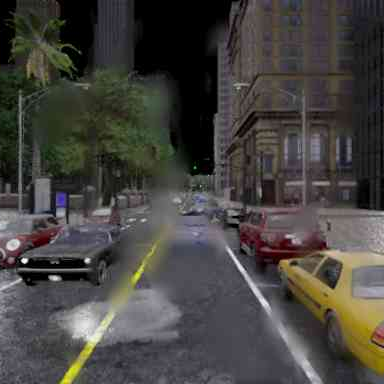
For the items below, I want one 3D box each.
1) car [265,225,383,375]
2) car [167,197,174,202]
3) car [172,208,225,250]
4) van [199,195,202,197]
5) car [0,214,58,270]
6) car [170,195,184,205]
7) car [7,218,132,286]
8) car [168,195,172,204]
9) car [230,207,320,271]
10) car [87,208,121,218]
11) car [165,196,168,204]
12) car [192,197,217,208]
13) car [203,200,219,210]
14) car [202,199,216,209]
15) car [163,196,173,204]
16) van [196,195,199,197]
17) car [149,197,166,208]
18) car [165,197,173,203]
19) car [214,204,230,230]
[{"bbox_3d":[2.754,1.566,5.829,1.752,1.417,4.829,0,0,0],"label":"car"},{"bbox_3d":[-5.863,2.090,91.573,1.752,1.417,4.829,0,0,0],"label":"car"},{"bbox_3d":[0.087,1.648,14.755,2.033,1.411,5.357,0,0,0],"label":"car"},{"bbox_3d":[2.690,1.756,64.633,1.690,1.788,3.998,0,0,0],"label":"van"},{"bbox_3d":[-5.777,1.517,11.091,1.967,1.590,4.097,0,0,0],"label":"car"},{"bbox_3d":[-3.074,1.963,68.721,1.812,1.442,4.674,0,0,0],"label":"car"},{"bbox_3d":[-3.105,1.668,9.751,1.895,1.301,4.718,0,0,0],"label":"car"},{"bbox_3d":[-5.846,1.917,75.483,1.967,1.590,4.097,0,0,0],"label":"car"},{"bbox_3d":[2.747,1.392,11.086,2.192,1.841,5.009,0,0,0],"label":"car"},{"bbox_3d":[-5.789,1.730,21.943,1.802,1.307,4.206,0,0,0],"label":"car"},{"bbox_3d":[-5.829,1.822,59.222,1.967,1.590,4.097,0,0,0],"label":"car"},{"bbox_3d":[1.375,1.550,28.572,2.097,1.767,4.553,0,-1,20],"label":"car"},{"bbox_3d":[2.709,1.882,48.370,1.947,1.339,4.313,0,0,0],"label":"car"},{"bbox_3d":[2.703,1.915,53.791,1.947,1.339,4.313,0,0,0],"label":"car"},{"bbox_3d":[-5.852,1.822,80.904,2.192,1.841,5.009,0,0,0],"label":"car"},{"bbox_3d":[2.667,1.878,86.314,1.690,1.788,3.998,0,0,0],"label":"van"},{"bbox_3d":[-5.823,1.900,53.801,2.008,1.369,4.403,0,0,0],"label":"car"},{"bbox_3d":[-5.857,2.061,86.153,1.752,1.417,4.829,0,0,0],"label":"car"},{"bbox_3d":[2.737,1.714,21.934,1.947,1.339,4.313,0,0,0],"label":"car"}]
